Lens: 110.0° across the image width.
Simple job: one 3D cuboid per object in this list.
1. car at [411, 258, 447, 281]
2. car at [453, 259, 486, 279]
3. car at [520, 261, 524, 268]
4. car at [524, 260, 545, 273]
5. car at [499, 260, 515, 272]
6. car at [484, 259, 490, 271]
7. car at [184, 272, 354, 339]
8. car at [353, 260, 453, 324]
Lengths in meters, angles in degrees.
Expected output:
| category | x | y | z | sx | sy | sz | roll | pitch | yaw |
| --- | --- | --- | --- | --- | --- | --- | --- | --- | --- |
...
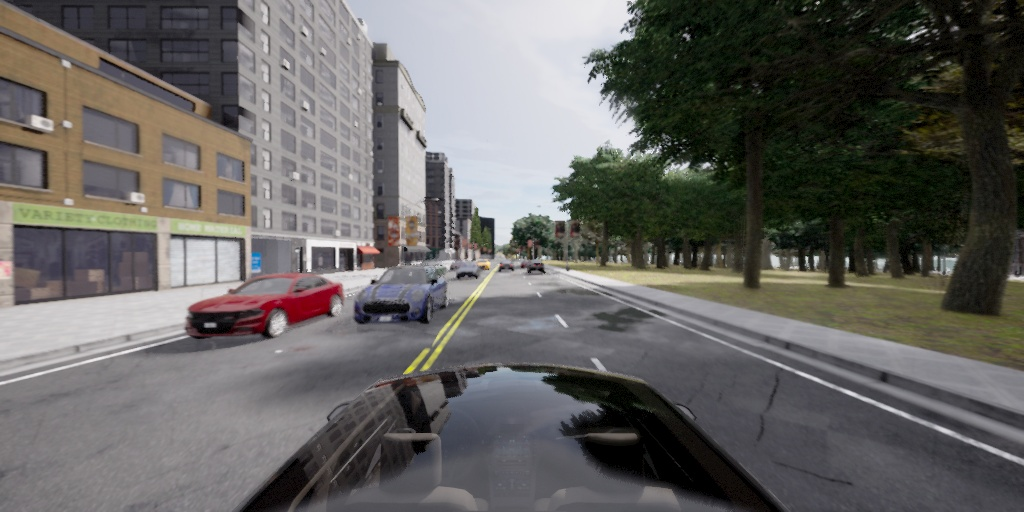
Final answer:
| category | x | y | z | sx | sy | sz | roll | pitch | yaw |
| --- | --- | --- | --- | --- | --- | --- | --- | --- | --- |
| car | -7.031 | 1.114 | 30.971 | 2.097 | 1.767 | 4.553 | 0 | 0 | -1 |
| car | -3.787 | 1.293 | 32.305 | 2.033 | 1.411 | 5.357 | 0 | 0 | 0 |
| car | 2.418 | 1.251 | 57.866 | 1.994 | 1.385 | 4.181 | 0 | 0 | 0 |
| car | 2.718 | 1.208 | 41.603 | 1.837 | 1.490 | 4.892 | 0 | 0 | -1 |
| car | -0.695 | 1.243 | 45.359 | 1.812 | 1.442 | 4.674 | 0 | 0 | -1 |
| car | -4.021 | 1.211 | 49.616 | 1.882 | 1.535 | 5.008 | 0 | 0 | -1 |
| car | -6.709 | 1.256 | 10.421 | 1.882 | 1.535 | 5.008 | 0 | 0 | -1 |
| car | -3.483 | 1.113 | 12.003 | 2.097 | 1.767 | 4.553 | 0 | 0 | -1 |
